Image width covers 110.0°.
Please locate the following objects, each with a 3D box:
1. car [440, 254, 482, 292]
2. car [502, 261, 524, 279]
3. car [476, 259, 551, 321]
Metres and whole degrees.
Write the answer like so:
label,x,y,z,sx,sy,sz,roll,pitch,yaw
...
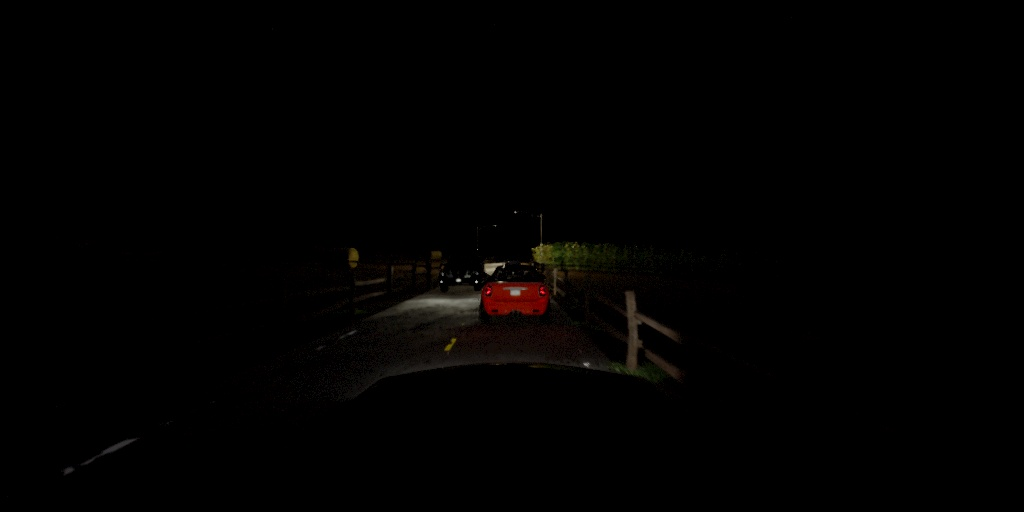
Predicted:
label,x,y,z,sx,sy,sz,roll,pitch,yaw
car,-2.750,0.901,21.202,2.150,2.045,5.566,0,0,0
car,0.089,1.172,32.491,1.812,1.442,4.674,0,0,0
car,0.101,1.076,12.489,2.097,1.767,4.553,0,0,0
